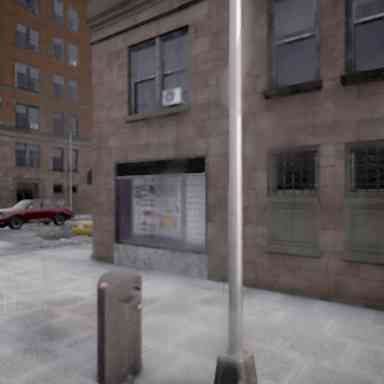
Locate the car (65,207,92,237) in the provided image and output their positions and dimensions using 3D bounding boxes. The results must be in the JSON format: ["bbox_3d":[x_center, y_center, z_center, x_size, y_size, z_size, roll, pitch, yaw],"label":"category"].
[{"bbox_3d":[-3.965,1.600,17.738,1.752,1.417,4.829,0,0,36],"label":"car"}]

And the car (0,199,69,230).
[{"bbox_3d":[-10.590,1.395,22.271,2.192,1.841,5.009,0,0,36],"label":"car"}]
